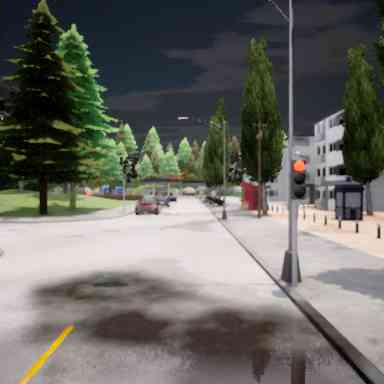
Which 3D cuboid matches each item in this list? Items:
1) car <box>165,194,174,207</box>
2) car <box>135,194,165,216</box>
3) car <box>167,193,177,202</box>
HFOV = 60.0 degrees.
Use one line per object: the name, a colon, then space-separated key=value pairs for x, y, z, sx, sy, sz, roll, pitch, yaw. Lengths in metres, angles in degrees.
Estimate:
car: x=-4.127 y=1.371 z=47.507 sx=2.128 sy=1.511 sz=4.902 roll=0 pitch=0 yaw=0
car: x=-4.127 y=1.271 z=31.857 sx=2.097 sy=1.767 sz=4.553 roll=0 pitch=0 yaw=0
car: x=-4.034 y=1.428 z=67.912 sx=1.895 sy=1.301 sz=4.718 roll=0 pitch=0 yaw=0
